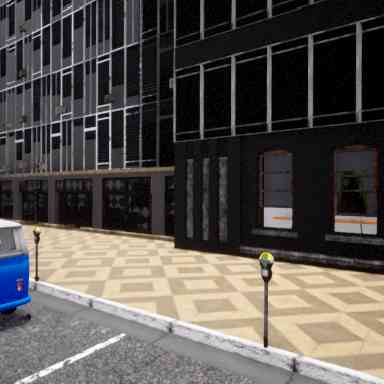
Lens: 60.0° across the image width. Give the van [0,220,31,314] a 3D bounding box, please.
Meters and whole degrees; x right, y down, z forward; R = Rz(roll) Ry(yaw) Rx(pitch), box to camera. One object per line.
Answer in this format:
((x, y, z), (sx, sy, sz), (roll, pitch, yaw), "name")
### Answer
((-4.728, 1.340, 6.260), (3.998, 1.788, 1.690), (0, 0, 36), "van")
